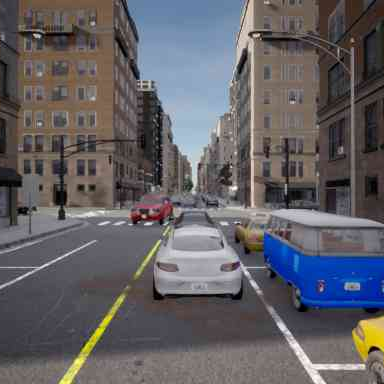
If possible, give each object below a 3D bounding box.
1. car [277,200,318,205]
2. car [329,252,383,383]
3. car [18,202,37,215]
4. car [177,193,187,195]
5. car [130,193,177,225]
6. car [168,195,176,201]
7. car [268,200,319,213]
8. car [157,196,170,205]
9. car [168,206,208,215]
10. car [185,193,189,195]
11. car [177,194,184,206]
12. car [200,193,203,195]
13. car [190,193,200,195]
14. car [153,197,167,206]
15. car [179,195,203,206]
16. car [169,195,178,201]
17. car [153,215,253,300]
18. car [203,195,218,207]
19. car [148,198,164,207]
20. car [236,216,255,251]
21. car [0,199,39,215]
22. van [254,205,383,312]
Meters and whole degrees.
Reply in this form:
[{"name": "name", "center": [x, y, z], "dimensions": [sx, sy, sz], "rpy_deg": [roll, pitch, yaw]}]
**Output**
[{"name": "car", "center": [10.981, 1.607, 35.463], "dimensions": [4.892, 1.490, 1.837], "rpy_deg": [0, -1, 0]}, {"name": "car", "center": [2.679, 1.526, 1.905], "dimensions": [1.752, 1.417, 4.829], "rpy_deg": [1, 0, 0]}, {"name": "car", "center": [-16.505, 1.443, 29.056], "dimensions": [4.718, 1.301, 1.895], "rpy_deg": [0, -1, 1]}, {"name": "car", "center": [-2.515, 1.482, 61.849], "dimensions": [1.882, 1.535, 5.008], "rpy_deg": [0, 0, 1]}, {"name": "car", "center": [-2.796, 1.225, 24.278], "dimensions": [2.150, 2.045, 5.566], "rpy_deg": [-1, 0, 7]}, {"name": "car", "center": [-4.986, 1.526, 83.866], "dimensions": [1.752, 1.417, 4.829], "rpy_deg": [1, 0, 1]}, {"name": "car", "center": [11.792, 1.689, 38.821], "dimensions": [5.357, 1.411, 2.033], "rpy_deg": [0, -1, 1]}, {"name": "car", "center": [-5.300, 1.555, 61.920], "dimensions": [2.008, 1.369, 4.403], "rpy_deg": [1, 0, 1]}, {"name": "car", "center": [0.115, 1.566, 15.594], "dimensions": [1.994, 1.385, 4.181], "rpy_deg": [0, 0, 0]}, {"name": "car", "center": [-2.306, 1.358, 71.976], "dimensions": [2.097, 1.767, 4.553], "rpy_deg": [0, 0, 1]}, {"name": "car", "center": [-2.678, 1.483, 52.189], "dimensions": [1.882, 1.535, 5.008], "rpy_deg": [0, 0, 1]}, {"name": "car", "center": [3.462, 1.566, 78.396], "dimensions": [1.947, 1.339, 4.313], "rpy_deg": [1, 0, 1]}, {"name": "car", "center": [0.977, 1.522, 91.793], "dimensions": [1.812, 1.442, 4.674], "rpy_deg": [0, 0, 1]}, {"name": "car", "center": [-5.379, 1.571, 56.392], "dimensions": [1.947, 1.339, 4.313], "rpy_deg": [1, 0, 1]}, {"name": "car", "center": [-0.104, 1.552, 49.781], "dimensions": [2.033, 1.411, 5.357], "rpy_deg": [0, 0, 8]}, {"name": "car", "center": [-4.905, 1.565, 89.564], "dimensions": [1.947, 1.339, 4.313], "rpy_deg": [1, 0, 1]}, {"name": "car", "center": [0.088, 1.527, 8.258], "dimensions": [1.812, 1.442, 4.674], "rpy_deg": [0, 0, -1]}, {"name": "car", "center": [3.067, 1.570, 50.745], "dimensions": [1.947, 1.339, 4.313], "rpy_deg": [1, 0, 1]}, {"name": "car", "center": [-5.458, 1.587, 50.863], "dimensions": [1.802, 1.307, 4.206], "rpy_deg": [1, 0, 1]}, {"name": "car", "center": [2.696, 1.527, 13.252], "dimensions": [1.752, 1.417, 4.829], "rpy_deg": [1, 0, 0]}, {"name": "car", "center": [-18.046, 1.411, 32.323], "dimensions": [5.357, 1.411, 2.033], "rpy_deg": [0, -1, 0]}, {"name": "van", "center": [2.689, 1.342, 7.409], "dimensions": [1.690, 1.788, 3.998], "rpy_deg": [1, 0, 0]}]
